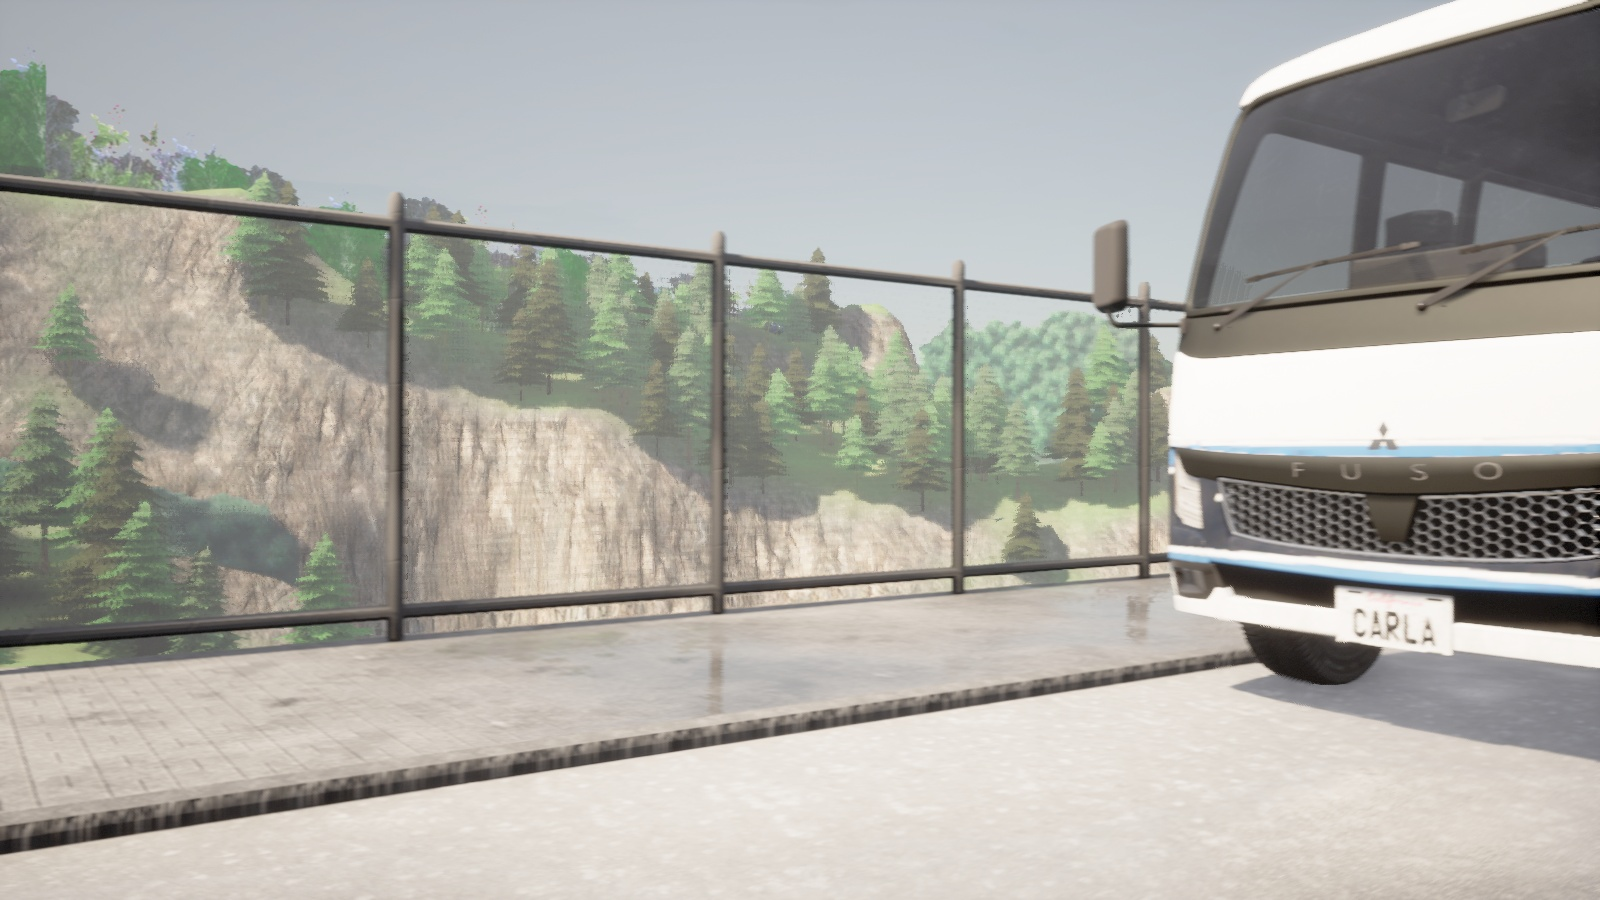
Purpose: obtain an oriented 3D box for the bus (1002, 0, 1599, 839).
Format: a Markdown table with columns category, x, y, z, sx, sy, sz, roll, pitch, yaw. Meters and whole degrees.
| category | x | y | z | sx | sy | sz | roll | pitch | yaw |
| --- | --- | --- | --- | --- | --- | --- | --- | --- | --- |
| bus | 6.557 | -0.624 | 8.837 | 10.273 | 4.253 | 3.944 | 0 | 0 | -35 |
